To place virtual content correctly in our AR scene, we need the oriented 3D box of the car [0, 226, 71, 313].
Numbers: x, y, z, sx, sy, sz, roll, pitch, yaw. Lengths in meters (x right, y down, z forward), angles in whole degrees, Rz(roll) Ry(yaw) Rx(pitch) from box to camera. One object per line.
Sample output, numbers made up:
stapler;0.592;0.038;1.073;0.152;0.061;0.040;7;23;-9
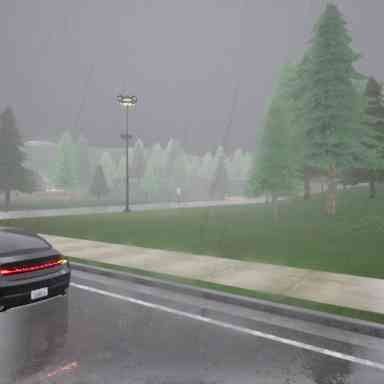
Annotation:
car;-4.605;1.501;7.153;4.892;1.490;1.837;0;0;35
